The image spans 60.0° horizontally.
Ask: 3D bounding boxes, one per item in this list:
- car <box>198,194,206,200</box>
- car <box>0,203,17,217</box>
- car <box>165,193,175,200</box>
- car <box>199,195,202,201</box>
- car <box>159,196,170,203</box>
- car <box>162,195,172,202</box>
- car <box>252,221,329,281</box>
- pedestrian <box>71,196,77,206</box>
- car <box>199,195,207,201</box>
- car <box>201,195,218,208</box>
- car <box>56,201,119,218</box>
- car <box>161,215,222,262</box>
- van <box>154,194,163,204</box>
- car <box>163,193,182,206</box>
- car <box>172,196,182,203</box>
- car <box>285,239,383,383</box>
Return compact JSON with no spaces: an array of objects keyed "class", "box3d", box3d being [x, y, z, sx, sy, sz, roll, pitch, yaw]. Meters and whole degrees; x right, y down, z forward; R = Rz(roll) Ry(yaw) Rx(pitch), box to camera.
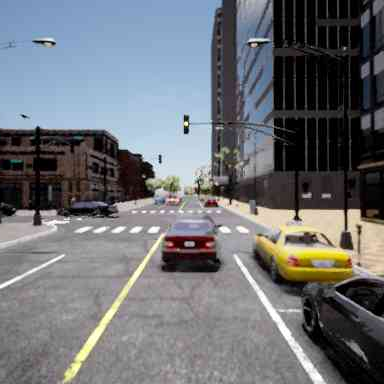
[{"class":"car","box3d":[2.700,1.391,91.582,1.887,1.381,4.507,1,0,0]},{"class":"car","box3d":[-19.418,1.745,32.432,4.313,1.339,1.947,-1,0,1]},{"class":"car","box3d":[-5.676,1.170,86.058,2.192,1.841,5.009,1,0,0]},{"class":"car","box3d":[2.701,1.398,75.148,1.752,1.417,4.829,1,0,0]},{"class":"car","box3d":[-5.680,1.464,69.456,1.802,1.307,4.206,1,0,0]},{"class":"car","box3d":[-5.680,1.439,74.990,1.947,1.339,4.313,1,0,0]},{"class":"car","box3d":[2.839,1.508,9.526,1.752,1.417,4.829,1,0,0]},{"class":"pedestrian","box3d":[-12.544,1.296,35.297,0.375,1.860,0.375,0,0,1]},{"class":"car","box3d":[2.701,1.389,80.683,1.752,1.417,4.829,1,0,0]},{"class":"car","box3d":[2.702,1.359,47.303,1.967,1.590,4.097,1,0,0]},{"class":"car","box3d":[-9.287,1.552,29.568,5.357,1.411,2.033,-2,-1,11]},{"class":"car","box3d":[0.076,1.525,11.977,2.033,1.411,5.357,0,0,3]},{"class":"van","box3d":[-5.676,1.242,58.386,1.690,1.788,3.998,1,0,0]},{"class":"car","box3d":[-3.068,1.260,53.248,2.097,1.767,4.553,0,0,0]},{"class":"car","box3d":[-3.003,1.481,68.378,1.895,1.301,4.718,0,0,0]},{"class":"car","box3d":[2.668,1.559,3.712,1.947,1.339,4.313,1,0,0]}]
